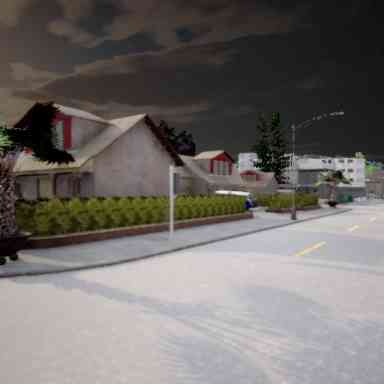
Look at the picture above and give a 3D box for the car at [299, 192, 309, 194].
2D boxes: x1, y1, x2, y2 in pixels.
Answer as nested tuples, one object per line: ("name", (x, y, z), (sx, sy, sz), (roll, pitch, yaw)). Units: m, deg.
("car", (22.655, 1.022, 68.984), (3.866, 1.878, 1.905), (0, 0, -20))
